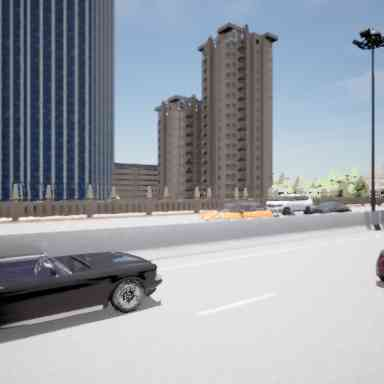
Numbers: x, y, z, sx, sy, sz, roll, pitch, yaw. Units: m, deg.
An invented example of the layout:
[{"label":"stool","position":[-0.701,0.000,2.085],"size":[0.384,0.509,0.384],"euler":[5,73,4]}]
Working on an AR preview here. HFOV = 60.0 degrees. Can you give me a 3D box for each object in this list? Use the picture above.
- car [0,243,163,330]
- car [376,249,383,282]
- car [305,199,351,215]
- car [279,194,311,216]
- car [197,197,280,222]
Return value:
[{"label":"car","position":[-2.924,1.601,5.960],"size":[4.718,1.301,1.895],"euler":[0,0,-35]},{"label":"car","position":[6.478,1.565,8.365],"size":[4.181,1.385,1.994],"euler":[0,0,-35]},{"label":"car","position":[12.588,1.580,30.161],"size":[4.181,1.385,1.994],"euler":[0,0,-35]},{"label":"car","position":[9.466,1.236,32.235],"size":[5.566,2.045,2.150],"euler":[0,0,-35]},{"label":"car","position":[2.460,1.355,18.644],"size":[4.553,1.767,2.097],"euler":[0,0,-35]}]
